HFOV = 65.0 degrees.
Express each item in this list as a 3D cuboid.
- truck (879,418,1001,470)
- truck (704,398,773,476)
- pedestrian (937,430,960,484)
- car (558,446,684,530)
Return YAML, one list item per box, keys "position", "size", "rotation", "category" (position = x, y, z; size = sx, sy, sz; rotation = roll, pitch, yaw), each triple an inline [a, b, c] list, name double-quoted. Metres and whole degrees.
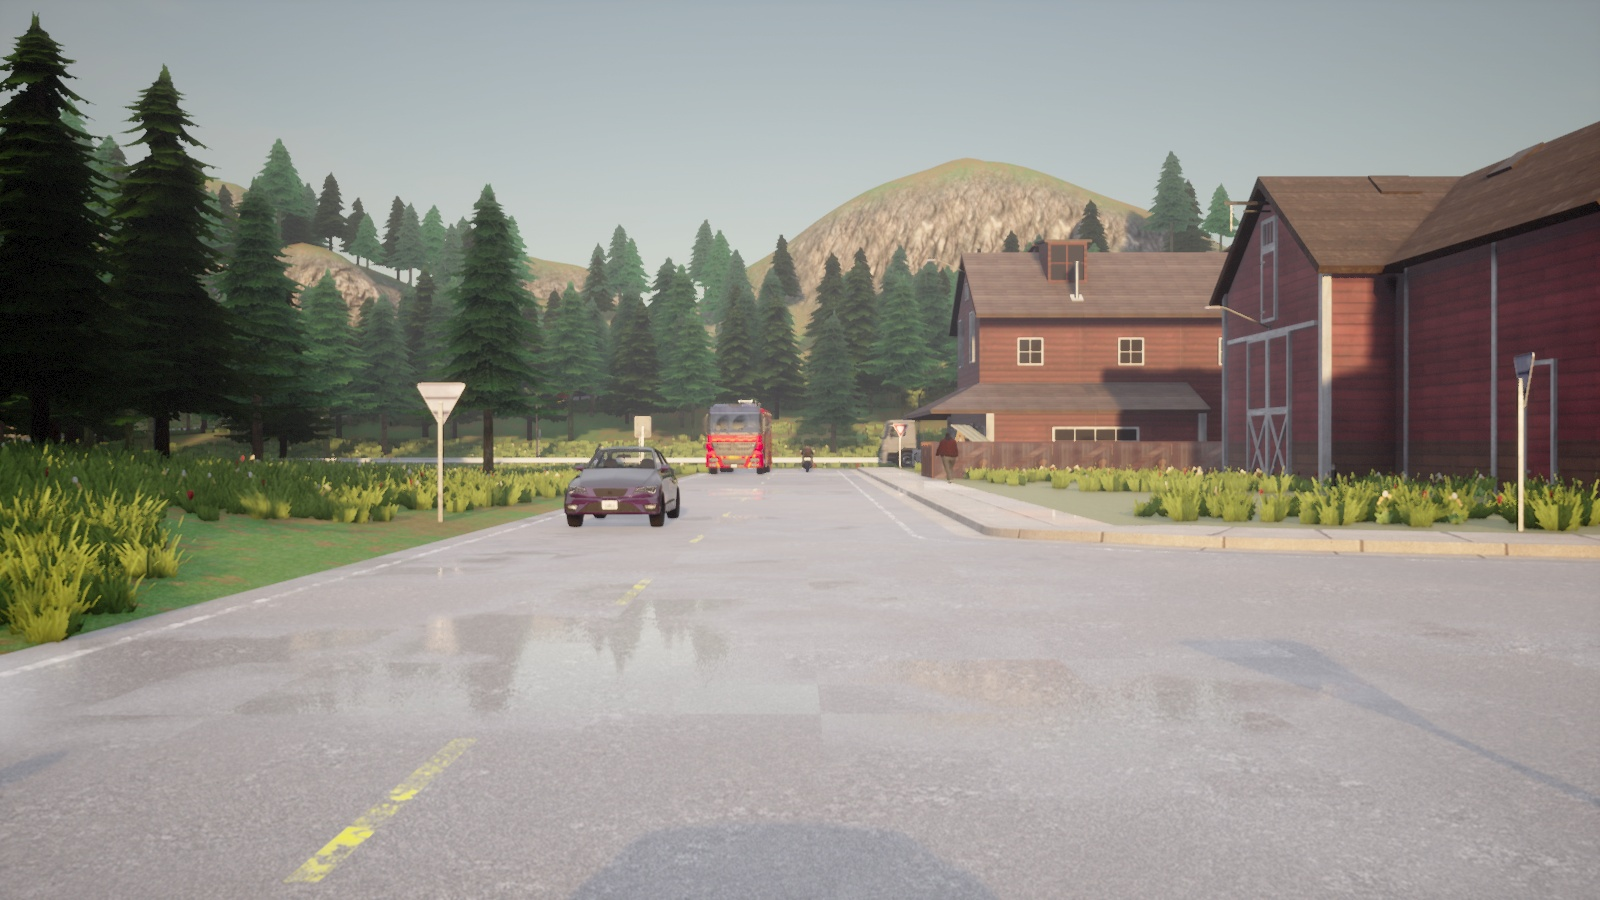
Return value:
- position: [9.356, -0.402, 84.575]
  size: [7.936, 3.462, 2.891]
  rotation: [0, 0, 0]
  category: "truck"
- position: [-3.128, -0.666, 66.081]
  size: [2.891, 3.827, 8.468]
  rotation: [0, 0, 2]
  category: "truck"
- position: [5.132, 0.245, 43.324]
  size: [0.634, 1.844, 0.899]
  rotation: [0, 0, -4]
  category: "pedestrian"
- position: [-3.347, 0.668, 24.188]
  size: [1.816, 1.474, 4.193]
  rotation: [0, 0, 0]
  category: "car"
